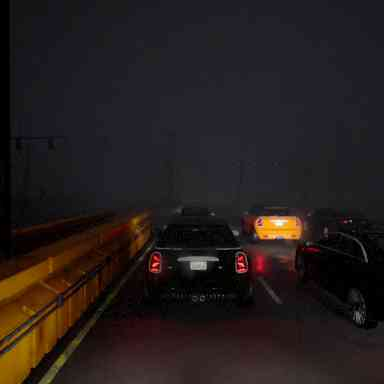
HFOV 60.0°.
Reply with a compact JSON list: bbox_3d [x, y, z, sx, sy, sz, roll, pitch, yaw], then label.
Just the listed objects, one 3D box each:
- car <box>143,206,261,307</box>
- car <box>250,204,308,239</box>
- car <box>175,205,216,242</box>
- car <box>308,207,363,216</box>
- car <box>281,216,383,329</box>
[{"bbox_3d":[0.123,1.352,8.138,2.097,1.767,4.553,0,0,0],"label":"car"},{"bbox_3d":[3.651,1.352,16.009,2.097,1.767,4.553,0,0,0],"label":"car"},{"bbox_3d":[0.154,1.505,17.313,1.837,1.490,4.892,0,0,0],"label":"car"},{"bbox_3d":[7.153,1.505,16.879,1.837,1.490,4.892,0,0,0],"label":"car"},{"bbox_3d":[3.620,1.492,6.898,2.128,1.511,4.902,0,0,0],"label":"car"}]
